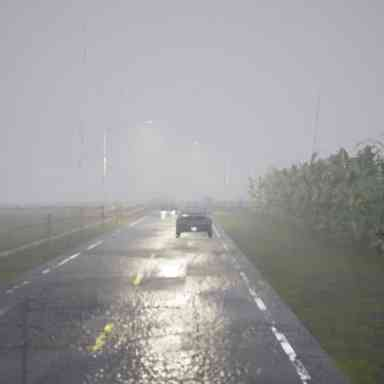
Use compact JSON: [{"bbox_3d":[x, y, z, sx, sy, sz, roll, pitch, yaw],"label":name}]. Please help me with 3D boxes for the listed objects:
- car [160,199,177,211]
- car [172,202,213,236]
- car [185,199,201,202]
[{"bbox_3d":[-2.756,1.578,40.492,1.994,1.385,4.181,0,0,0],"label":"car"},{"bbox_3d":[0.098,1.510,18.259,1.837,1.490,4.892,0,0,0],"label":"car"},{"bbox_3d":[0.093,1.578,40.727,1.994,1.385,4.181,0,0,0],"label":"car"}]
